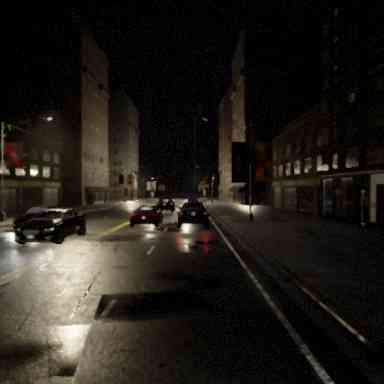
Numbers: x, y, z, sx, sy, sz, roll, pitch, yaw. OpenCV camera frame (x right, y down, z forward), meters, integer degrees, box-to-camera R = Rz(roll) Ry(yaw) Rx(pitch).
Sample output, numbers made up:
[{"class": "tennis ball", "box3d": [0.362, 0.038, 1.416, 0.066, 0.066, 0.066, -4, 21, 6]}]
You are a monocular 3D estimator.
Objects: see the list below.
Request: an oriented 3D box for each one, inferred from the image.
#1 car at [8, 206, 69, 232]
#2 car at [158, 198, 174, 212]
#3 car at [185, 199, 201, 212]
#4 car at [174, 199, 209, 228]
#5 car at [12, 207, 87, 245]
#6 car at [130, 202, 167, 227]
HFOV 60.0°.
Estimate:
[{"class": "car", "box3d": [-9.749, 1.647, 21.542, 1.994, 1.385, 4.181, 0, 0, 0]}, {"class": "car", "box3d": [-3.156, 1.489, 40.689, 2.097, 1.767, 4.553, 0, 0, 0]}, {"class": "car", "box3d": [0.095, 1.648, 41.673, 1.837, 1.490, 4.892, 0, 0, 0]}, {"class": "car", "box3d": [0.087, 1.441, 23.195, 2.097, 1.767, 4.553, 0, 0, 0]}, {"class": "car", "box3d": [-6.553, 1.553, 15.968, 2.128, 1.511, 4.902, 0, 0, 1]}, {"class": "car", "box3d": [-3.163, 1.655, 23.720, 1.994, 1.385, 4.181, 0, 0, 0]}]
